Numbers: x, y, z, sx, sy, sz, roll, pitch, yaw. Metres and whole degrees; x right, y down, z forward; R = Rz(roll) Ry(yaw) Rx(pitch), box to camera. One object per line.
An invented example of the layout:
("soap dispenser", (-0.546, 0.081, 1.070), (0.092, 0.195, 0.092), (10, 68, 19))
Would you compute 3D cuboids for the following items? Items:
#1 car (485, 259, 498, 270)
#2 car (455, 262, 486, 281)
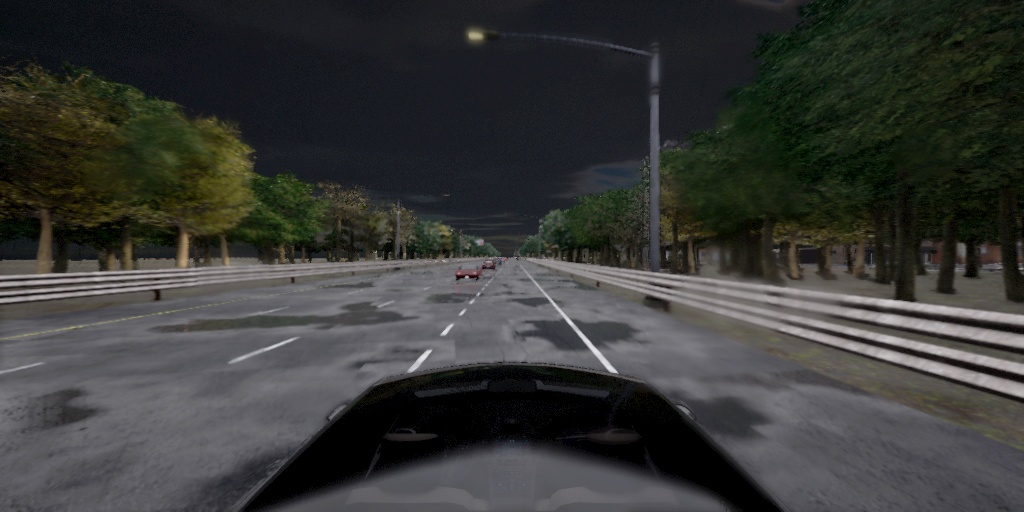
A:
("car", (-3.444, 1.324, 54.145), (1.812, 1.442, 4.674), (0, 0, 0))
("car", (-3.497, 1.366, 29.990), (1.895, 1.301, 4.718), (0, 0, 0))
